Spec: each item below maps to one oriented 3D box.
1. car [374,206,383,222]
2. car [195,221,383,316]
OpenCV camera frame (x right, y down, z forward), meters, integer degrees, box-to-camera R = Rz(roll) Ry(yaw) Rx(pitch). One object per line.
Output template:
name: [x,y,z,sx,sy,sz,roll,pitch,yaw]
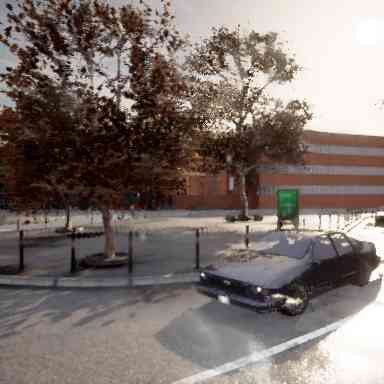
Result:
car: [15.156,1.768,25.510,2.033,1.411,5.357,-1,-1,31]
car: [2.597,1.598,7.858,5.357,1.411,2.033,0,0,-41]
